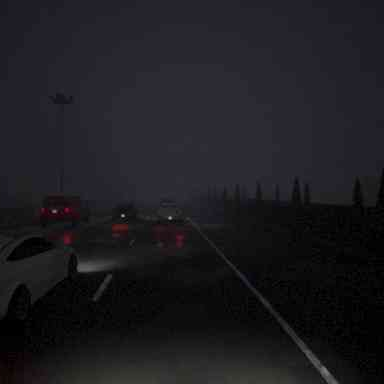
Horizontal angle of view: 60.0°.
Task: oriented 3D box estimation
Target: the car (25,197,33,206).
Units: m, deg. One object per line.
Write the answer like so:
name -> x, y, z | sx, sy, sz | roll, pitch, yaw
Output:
car -> -25.324, 1.553, 54.065 | 1.882, 1.535, 5.008 | 0, 0, -4

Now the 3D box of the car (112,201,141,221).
car -> -5.399, 1.523, 27.426 | 1.837, 1.490, 4.892 | 0, 0, -5

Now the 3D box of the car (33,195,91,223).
car -> -8.521, 1.247, 22.745 | 2.150, 2.045, 5.566 | 0, 0, -5

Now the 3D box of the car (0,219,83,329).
car -> -3.811, 1.537, 6.782 | 1.812, 1.442, 4.674 | 0, 0, -3

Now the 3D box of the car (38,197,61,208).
car -> -21.542, 1.590, 50.632 | 1.812, 1.442, 4.674 | 0, 0, -4

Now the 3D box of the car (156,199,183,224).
car -> -1.680, 1.533, 24.961 | 1.812, 1.442, 4.674 | 0, 0, -5

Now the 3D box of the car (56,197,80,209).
car -> -17.820, 1.531, 48.014 | 1.882, 1.535, 5.008 | 0, 0, -4
